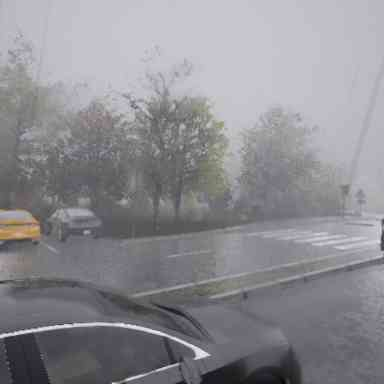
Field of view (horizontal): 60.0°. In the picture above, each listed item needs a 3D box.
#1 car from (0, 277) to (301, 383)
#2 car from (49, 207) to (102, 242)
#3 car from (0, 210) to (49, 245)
[{"bbox_3d":[-1.161,1.502,2.612,4.892,1.490,1.837,0,0,-36],"label":"car"},{"bbox_3d":[-6.102,1.536,16.859,2.231,1.521,4.892,0,0,-35],"label":"car"},{"bbox_3d":[-8.348,1.542,15.263,2.097,1.535,5.008,0,0,-35],"label":"car"}]
